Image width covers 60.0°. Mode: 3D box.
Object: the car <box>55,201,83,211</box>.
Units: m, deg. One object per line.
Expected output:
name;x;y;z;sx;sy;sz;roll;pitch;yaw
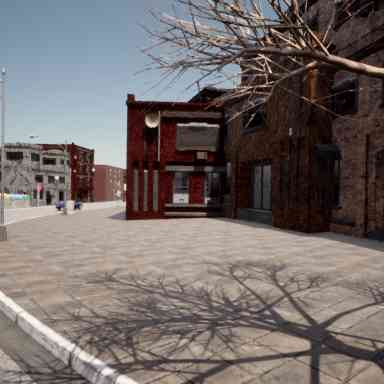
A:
car;-16.265;1.793;44.333;1.895;1.301;4.718;1;0;3

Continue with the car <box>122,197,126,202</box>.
car;-17.257;1.986;88.562;2.128;1.511;4.902;1;-1;3
